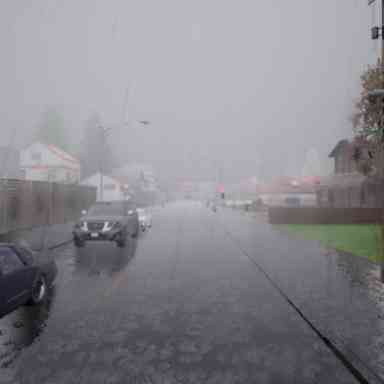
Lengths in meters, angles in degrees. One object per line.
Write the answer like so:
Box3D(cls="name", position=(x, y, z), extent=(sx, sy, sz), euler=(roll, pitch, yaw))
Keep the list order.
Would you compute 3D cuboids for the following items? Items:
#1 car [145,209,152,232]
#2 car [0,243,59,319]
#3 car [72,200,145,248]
Box3D(cls="car", position=(-3.847, 1.846, 22.803), extent=(1.812, 1.442, 4.674), euler=(0, -1, 0))
Box3D(cls="car", position=(-4.072, 1.623, 5.573), extent=(2.033, 1.411, 5.357), euler=(0, -1, 0))
Box3D(cls="car", position=(-3.984, 1.452, 16.441), extent=(2.150, 2.045, 5.566), euler=(0, -1, 0))
